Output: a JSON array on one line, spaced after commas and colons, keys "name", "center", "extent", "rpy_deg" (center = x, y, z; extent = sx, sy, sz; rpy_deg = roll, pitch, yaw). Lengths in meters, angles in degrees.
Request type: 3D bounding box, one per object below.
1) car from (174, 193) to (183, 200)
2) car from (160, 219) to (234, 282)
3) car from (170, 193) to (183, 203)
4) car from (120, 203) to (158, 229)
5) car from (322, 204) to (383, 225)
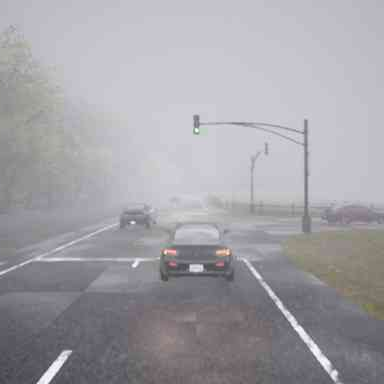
[{"name": "car", "center": [-3.502, 1.244, 87.844], "extent": [2.097, 1.767, 4.553], "rpy_deg": [0, 0, 0]}, {"name": "car", "center": [0.164, 1.517, 9.634], "extent": [1.812, 1.442, 4.674], "rpy_deg": [0, 0, 2]}, {"name": "car", "center": [-3.402, 1.422, 66.459], "extent": [1.837, 1.490, 4.892], "rpy_deg": [0, -1, 0]}, {"name": "car", "center": [-3.399, 1.485, 21.551], "extent": [1.837, 1.490, 4.892], "rpy_deg": [0, 1, 0]}, {"name": "car", "center": [11.817, 1.615, 24.074], "extent": [4.674, 1.442, 1.812], "rpy_deg": [1, -2, -6]}]
